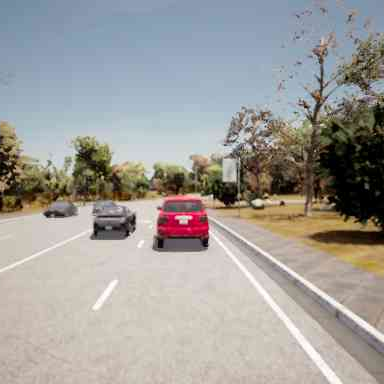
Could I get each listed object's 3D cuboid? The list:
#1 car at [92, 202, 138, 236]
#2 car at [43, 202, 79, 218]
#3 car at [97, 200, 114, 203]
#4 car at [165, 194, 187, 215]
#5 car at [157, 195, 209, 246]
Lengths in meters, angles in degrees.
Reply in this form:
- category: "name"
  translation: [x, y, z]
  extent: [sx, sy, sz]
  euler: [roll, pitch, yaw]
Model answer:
- category: "car"
  translation: [-4.154, 1.521, 18.450]
  extent: [2.128, 1.511, 4.902]
  euler: [0, 0, -3]
- category: "car"
  translation: [-12.182, 1.616, 31.284]
  extent: [2.033, 1.411, 5.357]
  euler: [0, 0, -4]
- category: "car"
  translation: [-8.835, 1.563, 33.779]
  extent: [2.128, 1.511, 4.902]
  euler: [0, 0, -4]
- category: "car"
  translation: [-1.801, 1.292, 36.378]
  extent: [2.150, 2.045, 5.566]
  euler: [0, 0, -4]
- category: "car"
  translation: [-0.466, 1.242, 15.463]
  extent: [2.150, 2.045, 5.566]
  euler: [0, 0, -3]
